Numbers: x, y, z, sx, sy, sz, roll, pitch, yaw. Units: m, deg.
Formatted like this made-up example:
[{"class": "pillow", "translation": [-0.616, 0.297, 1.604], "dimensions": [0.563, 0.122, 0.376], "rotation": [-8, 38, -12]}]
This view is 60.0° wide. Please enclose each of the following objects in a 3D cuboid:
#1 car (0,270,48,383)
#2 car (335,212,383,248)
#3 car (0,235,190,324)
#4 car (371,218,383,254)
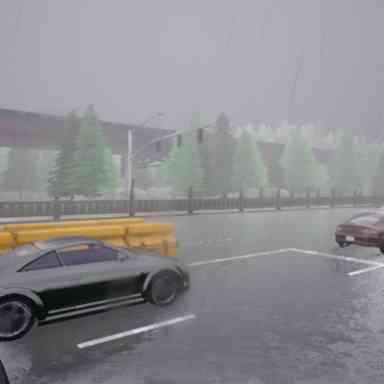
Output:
[{"class": "car", "translation": [-3.084, 1.563, 1.545], "dimensions": [4.181, 1.385, 1.994], "rotation": [0, 0, -36]}, {"class": "car", "translation": [7.667, 1.536, 13.521], "dimensions": [4.674, 1.442, 1.812], "rotation": [0, 0, -35]}, {"class": "car", "translation": [-2.108, 1.566, 6.544], "dimensions": [4.181, 1.385, 1.994], "rotation": [0, 0, -35]}, {"class": "car", "translation": [7.150, 1.500, 8.856], "dimensions": [4.902, 1.511, 2.128], "rotation": [0, 0, -35]}]
